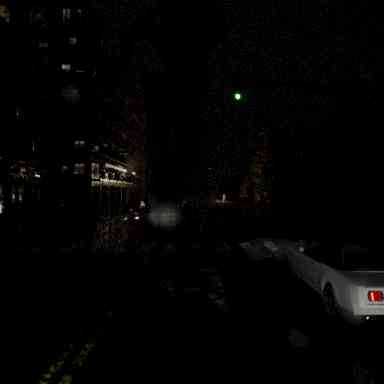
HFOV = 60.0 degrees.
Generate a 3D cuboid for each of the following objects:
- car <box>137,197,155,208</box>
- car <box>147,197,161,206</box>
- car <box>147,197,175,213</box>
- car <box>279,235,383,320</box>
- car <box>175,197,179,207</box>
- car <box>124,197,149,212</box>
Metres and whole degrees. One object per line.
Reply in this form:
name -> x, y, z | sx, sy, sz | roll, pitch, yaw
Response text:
car -> -6.622, 1.504, 48.654 | 1.882, 1.535, 5.008 | 0, 0, 0
car -> -6.611, 1.599, 57.859 | 1.994, 1.385, 4.181 | 0, 0, 0
car -> -3.370, 1.564, 37.182 | 2.033, 1.411, 5.357 | 0, 0, 0
car -> 3.345, 1.603, 7.266 | 1.895, 1.301, 4.718 | 0, 0, 0
car -> -3.372, 1.504, 48.125 | 1.882, 1.535, 5.008 | 0, 0, 0
car -> -6.624, 1.566, 38.854 | 2.033, 1.411, 5.357 | 0, 0, 0
